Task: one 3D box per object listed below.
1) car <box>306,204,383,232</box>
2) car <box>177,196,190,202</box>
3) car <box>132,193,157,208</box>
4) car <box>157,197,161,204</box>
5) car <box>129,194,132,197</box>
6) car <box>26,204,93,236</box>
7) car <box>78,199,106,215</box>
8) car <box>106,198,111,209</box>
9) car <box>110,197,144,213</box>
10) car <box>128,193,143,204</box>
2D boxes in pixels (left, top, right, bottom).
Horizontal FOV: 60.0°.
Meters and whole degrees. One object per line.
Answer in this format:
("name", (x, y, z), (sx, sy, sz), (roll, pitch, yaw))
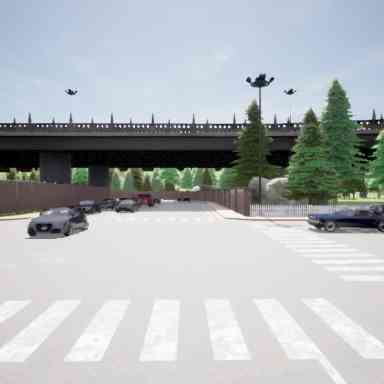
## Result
("car", (9.050, 1.545, 18.893), (4.718, 1.301, 1.895), (0, 0, 1))
("car", (-1.921, 1.553, 75.249), (1.994, 1.385, 4.181), (0, 0, -19))
("car", (-7.010, 1.221, 49.697), (2.150, 2.045, 5.566), (0, 0, 1))
("car", (-6.995, 1.564, 62.639), (1.994, 1.385, 4.181), (0, 0, 0))
("car", (-10.549, 1.526, 52.782), (1.812, 1.442, 4.674), (0, 0, 0))
("car", (-7.093, 1.540, 17.917), (1.994, 1.385, 4.181), (0, 0, 0))
("car", (-10.575, 1.564, 33.886), (1.994, 1.385, 4.181), (0, 0, 0))
("car", (-10.551, 1.526, 42.601), (1.812, 1.442, 4.674), (0, 0, 0))
("car", (-7.039, 1.547, 36.664), (2.033, 1.411, 5.357), (0, 0, 0))
("car", (-10.701, 1.220, 63.489), (2.150, 2.045, 5.566), (0, 0, -3))
